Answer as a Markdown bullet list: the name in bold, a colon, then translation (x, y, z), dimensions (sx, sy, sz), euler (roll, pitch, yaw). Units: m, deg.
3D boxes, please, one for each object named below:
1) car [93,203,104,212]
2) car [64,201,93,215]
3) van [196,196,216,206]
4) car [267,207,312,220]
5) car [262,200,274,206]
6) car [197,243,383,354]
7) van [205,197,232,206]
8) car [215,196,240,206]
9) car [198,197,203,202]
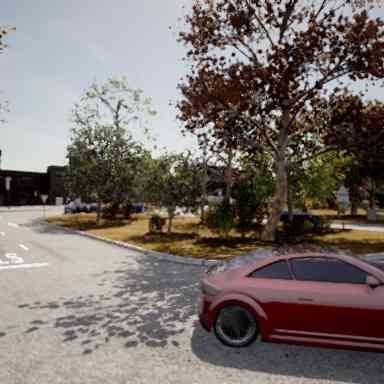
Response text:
- **car**: translation (-12.361, 2.120, 44.700), dimensions (2.002, 1.452, 4.674), euler (0, 0, -36)
- **car**: translation (-14.911, 1.971, 42.814), dimensions (2.185, 1.767, 4.553), euler (0, 0, -35)
- **van**: translation (2.837, 1.962, 70.520), dimensions (1.878, 1.987, 4.442), euler (1, -1, -36)
- **car**: translation (8.911, 2.158, 28.910), dimensions (1.895, 1.301, 4.718), euler (3, -3, -35)
- **car**: translation (13.617, 2.018, 63.333), dimensions (2.435, 2.045, 5.566), euler (2, -1, -36)
- **car**: translation (2.186, 1.578, 5.374), dimensions (4.181, 1.385, 1.994), euler (0, 0, 12)
- **van**: translation (4.487, 1.876, 56.893), dimensions (1.878, 1.987, 4.442), euler (1, 0, -36)
- **car**: translation (7.813, 2.052, 74.207), dimensions (2.435, 2.045, 5.566), euler (1, -1, -36)
- **car**: translation (0.318, 2.015, 68.818), dimensions (2.185, 1.767, 4.553), euler (1, 0, -36)
